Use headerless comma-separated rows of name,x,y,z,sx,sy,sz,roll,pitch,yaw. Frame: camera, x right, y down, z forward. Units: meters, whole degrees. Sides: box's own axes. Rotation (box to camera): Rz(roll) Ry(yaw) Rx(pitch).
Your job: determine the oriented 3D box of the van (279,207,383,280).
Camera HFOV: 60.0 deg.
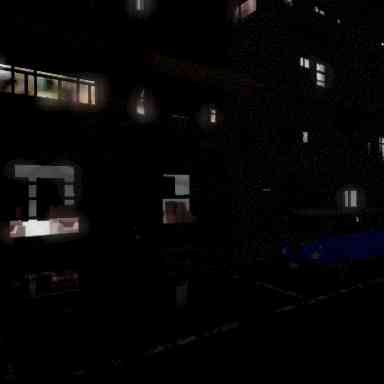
van,4.273,1.339,9.619,3.998,1.788,1.690,0,0,-35
